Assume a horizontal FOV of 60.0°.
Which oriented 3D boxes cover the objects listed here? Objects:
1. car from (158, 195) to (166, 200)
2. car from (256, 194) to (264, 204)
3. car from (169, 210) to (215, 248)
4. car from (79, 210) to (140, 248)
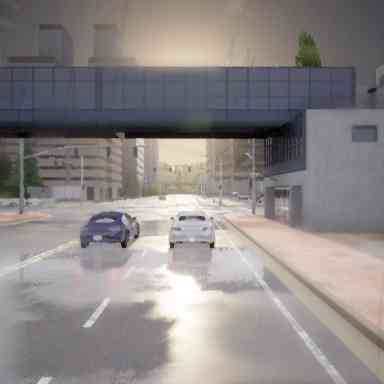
[{"bbox_3d":[-8.118,1.517,91.179,1.812,1.442,4.674,0,0,0],"label":"car"},{"bbox_3d":[13.132,1.152,61.628,1.932,1.855,4.605,0,0,0],"label":"car"},{"bbox_3d":[0.000,1.532,14.650,1.812,1.442,4.674,0,0,0],"label":"car"},{"bbox_3d":[-3.500,1.532,14.650,1.812,1.442,4.674,0,0,0],"label":"car"}]
